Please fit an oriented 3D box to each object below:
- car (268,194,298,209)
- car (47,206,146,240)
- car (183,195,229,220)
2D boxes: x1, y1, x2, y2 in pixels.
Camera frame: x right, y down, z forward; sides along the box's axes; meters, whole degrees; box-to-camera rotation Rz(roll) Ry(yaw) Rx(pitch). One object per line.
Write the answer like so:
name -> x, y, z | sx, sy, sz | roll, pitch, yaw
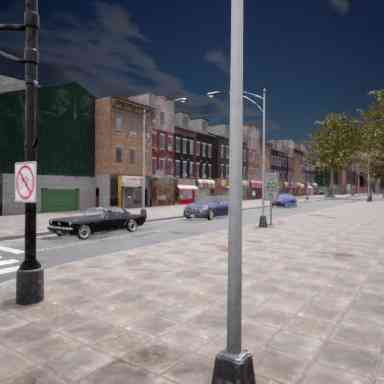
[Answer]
car -> 10.075, 0.966, 36.628 | 1.882, 1.535, 5.008 | 1, 1, 36
car -> -4.503, 1.408, 16.245 | 1.895, 1.301, 4.718 | 1, 1, 35
car -> 1.324, 1.025, 24.401 | 2.097, 1.767, 4.553 | 1, 1, 36
